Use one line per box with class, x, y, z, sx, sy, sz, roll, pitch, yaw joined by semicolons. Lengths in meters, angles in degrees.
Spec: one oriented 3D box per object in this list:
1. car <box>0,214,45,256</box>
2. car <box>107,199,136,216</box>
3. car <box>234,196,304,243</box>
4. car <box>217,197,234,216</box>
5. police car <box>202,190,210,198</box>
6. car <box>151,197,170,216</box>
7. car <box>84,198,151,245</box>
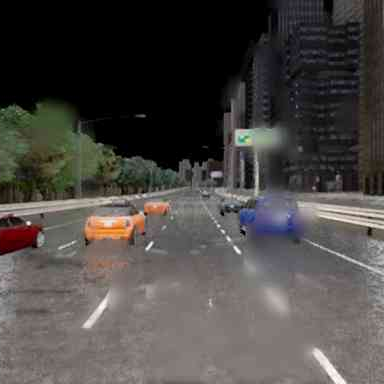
car;-6.908;1.469;11.511;1.882;1.535;5.008;0;0;0
car;-6.853;1.454;32.803;1.837;1.490;4.892;0;0;0
car;3.599;1.207;15.998;2.150;2.045;5.566;0;0;0
car;3.646;1.303;32.454;2.097;1.767;4.553;0;0;0
police car;4.247;0.944;94.827;1.930;1.638;5.238;0;1;1
car;-3.354;1.303;32.443;2.097;1.767;4.553;0;0;0
car;-3.403;1.338;15.653;2.097;1.767;4.553;0;0;0
